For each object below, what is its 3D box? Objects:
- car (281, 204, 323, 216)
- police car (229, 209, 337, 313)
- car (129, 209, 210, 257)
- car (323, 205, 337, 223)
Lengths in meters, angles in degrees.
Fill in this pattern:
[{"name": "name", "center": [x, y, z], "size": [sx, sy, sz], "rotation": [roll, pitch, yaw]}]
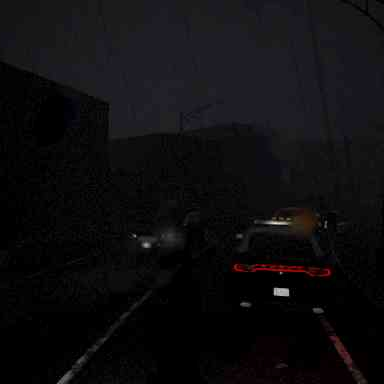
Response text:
[{"name": "car", "center": [5.182, 1.493, 16.610], "size": [1.882, 1.535, 5.008], "rotation": [1, 0, 26]}, {"name": "police car", "center": [2.045, 1.428, 7.940], "size": [1.930, 1.638, 5.238], "rotation": [0, 0, 13]}, {"name": "car", "center": [-0.670, 1.472, 13.161], "size": [2.128, 1.511, 4.902], "rotation": [0, 0, 20]}, {"name": "car", "center": [8.024, 1.537, 21.441], "size": [1.837, 1.490, 4.892], "rotation": [1, 0, 34]}]
